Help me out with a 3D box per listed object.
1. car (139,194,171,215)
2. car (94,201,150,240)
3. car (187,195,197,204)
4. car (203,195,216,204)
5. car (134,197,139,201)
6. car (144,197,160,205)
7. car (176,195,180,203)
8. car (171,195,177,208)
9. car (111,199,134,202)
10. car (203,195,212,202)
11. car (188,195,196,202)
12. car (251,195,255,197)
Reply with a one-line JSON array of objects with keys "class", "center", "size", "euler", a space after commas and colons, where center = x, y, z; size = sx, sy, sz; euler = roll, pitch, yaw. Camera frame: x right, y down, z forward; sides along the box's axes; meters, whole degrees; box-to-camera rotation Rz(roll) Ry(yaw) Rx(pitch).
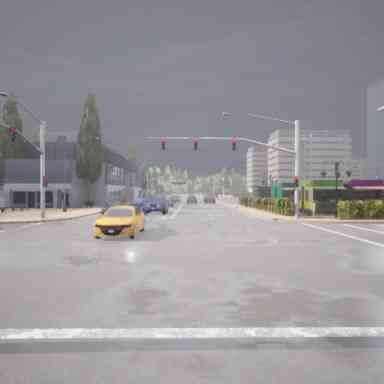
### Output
[{"class": "car", "center": [-3.606, 1.221, 33.744], "size": [2.150, 2.045, 5.566], "euler": [0, 0, 0]}, {"class": "car", "center": [-3.605, 1.477, 17.327], "size": [1.882, 1.535, 5.008], "euler": [0, 0, 0]}, {"class": "car", "center": [-0.016, 1.491, 63.705], "size": [2.128, 1.511, 4.902], "euler": [0, 0, 0]}, {"class": "car", "center": [3.484, 1.491, 63.706], "size": [2.128, 1.511, 4.902], "euler": [0, 0, 0]}, {"class": "car", "center": [-7.108, 1.477, 44.490], "size": [1.882, 1.535, 5.008], "euler": [0, 1, 0]}, {"class": "car", "center": [-7.085, 1.547, 59.453], "size": [2.033, 1.411, 5.357], "euler": [0, 0, 0]}, {"class": "car", "center": [-3.517, 1.350, 68.268], "size": [2.097, 1.767, 4.553], "euler": [0, 0, 0]}, {"class": "car", "center": [-3.607, 1.562, 47.856], "size": [1.994, 1.385, 4.181], "euler": [0, 0, 0]}, {"class": "car", "center": [-7.106, 1.564, 31.291], "size": [1.994, 1.385, 4.181], "euler": [0, 0, 0]}, {"class": "car", "center": [3.482, 1.396, 73.981], "size": [1.812, 1.442, 4.674], "euler": [0, 0, 0]}, {"class": "car", "center": [-0.018, 1.371, 73.979], "size": [1.837, 1.490, 4.892], "euler": [0, 0, 0]}, {"class": "car", "center": [17.748, 1.152, 86.877], "size": [4.605, 1.855, 1.932], "euler": [0, 0, -2]}]
